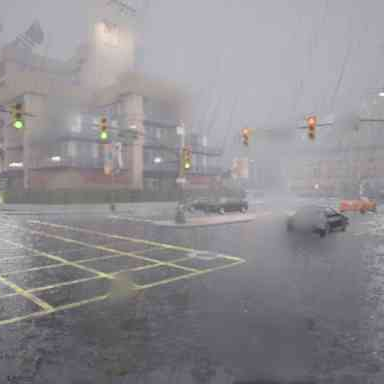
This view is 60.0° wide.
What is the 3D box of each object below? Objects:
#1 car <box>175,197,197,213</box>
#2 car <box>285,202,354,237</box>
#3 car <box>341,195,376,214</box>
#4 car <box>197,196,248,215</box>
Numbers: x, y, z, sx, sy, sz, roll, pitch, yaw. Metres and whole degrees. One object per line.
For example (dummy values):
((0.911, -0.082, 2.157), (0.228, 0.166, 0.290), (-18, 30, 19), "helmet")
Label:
((0.480, 1.194, 32.728), (2.128, 1.511, 4.902), (1, 1, 45), "car")
((6.503, 1.421, 17.118), (1.994, 1.385, 4.181), (0, 1, 42), "car")
((15.795, 1.097, 31.576), (2.097, 1.767, 4.553), (1, 1, 45), "car")
((3.102, 1.207, 30.406), (1.882, 1.535, 5.008), (1, 1, 45), "car")
